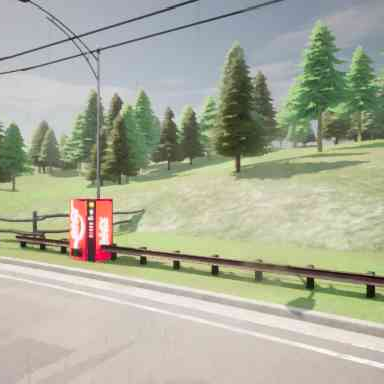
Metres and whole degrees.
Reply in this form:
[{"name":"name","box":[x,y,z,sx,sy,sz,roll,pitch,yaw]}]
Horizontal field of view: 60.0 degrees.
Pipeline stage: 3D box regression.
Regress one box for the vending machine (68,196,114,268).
[{"name":"vending machine","box":[-3.180,1.195,10.516,0.880,2.100,1.100,0,0,30]}]
